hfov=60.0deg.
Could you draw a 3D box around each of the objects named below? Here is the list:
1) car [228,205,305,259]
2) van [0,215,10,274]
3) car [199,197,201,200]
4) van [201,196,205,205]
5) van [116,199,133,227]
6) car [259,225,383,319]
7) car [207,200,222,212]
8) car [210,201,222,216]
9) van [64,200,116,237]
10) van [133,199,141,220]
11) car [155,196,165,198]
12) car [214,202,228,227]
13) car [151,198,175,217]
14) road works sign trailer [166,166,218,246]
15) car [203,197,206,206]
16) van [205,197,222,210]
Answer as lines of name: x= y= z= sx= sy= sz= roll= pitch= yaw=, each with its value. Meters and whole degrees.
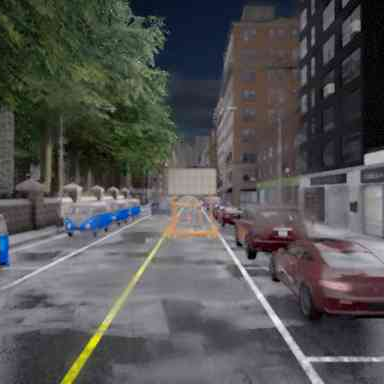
car: x=2.860 y=1.407 z=12.856 sx=2.192 sy=1.841 sz=5.009 roll=0 pitch=0 yaw=0
van: x=-5.668 y=1.393 z=7.182 sx=1.690 sy=1.788 sz=3.998 roll=0 pitch=0 yaw=0
car: x=2.886 y=1.962 z=63.798 sx=1.947 sy=1.339 sz=4.313 roll=0 pitch=0 yaw=0
van: x=2.883 y=1.708 z=58.139 sx=1.690 sy=1.788 sz=3.998 roll=0 pitch=0 yaw=0
van: x=-5.659 y=1.507 z=24.156 sx=1.690 sy=1.788 sz=3.998 roll=0 pitch=0 yaw=0
car: x=2.858 y=1.635 z=7.194 sx=1.802 sy=1.307 sz=4.206 roll=0 pitch=0 yaw=0
car: x=2.872 y=1.819 z=35.496 sx=1.802 sy=1.307 sz=4.206 roll=0 pitch=0 yaw=0
car: x=2.870 y=1.785 z=29.836 sx=1.802 sy=1.307 sz=4.206 roll=0 pitch=0 yaw=0
van: x=-5.662 y=1.471 z=18.498 sx=1.690 sy=1.788 sz=3.998 roll=0 pitch=0 yaw=0
van: x=-5.656 y=1.543 z=29.814 sx=1.690 sy=1.788 sz=3.998 roll=0 pitch=0 yaw=0
car: x=-5.642 y=1.681 z=58.103 sx=2.192 sy=1.841 sz=5.009 roll=0 pitch=0 yaw=0
car: x=2.867 y=1.712 z=24.176 sx=1.887 sy=1.381 sz=4.507 roll=0 pitch=0 yaw=0
car: x=-3.077 y=1.709 z=34.614 sx=1.882 sy=1.535 sz=5.008 roll=0 pitch=0 yaw=0
road works sign trailer: x=0.008 y=0.576 z=15.818 sx=2.380 sy=3.560 sz=2.880 roll=0 pitch=0 yaw=0
car: x=2.878 y=1.849 z=46.817 sx=1.887 sy=1.381 sz=4.507 roll=0 pitch=0 yaw=0
van: x=2.874 y=1.612 z=41.158 sx=1.690 sy=1.788 sz=3.998 roll=0 pitch=0 yaw=0
